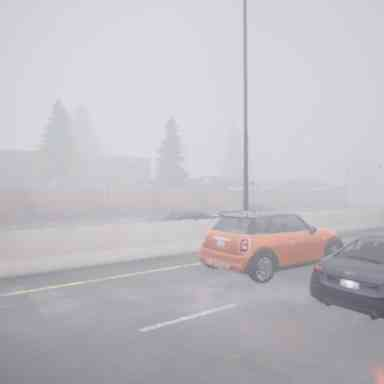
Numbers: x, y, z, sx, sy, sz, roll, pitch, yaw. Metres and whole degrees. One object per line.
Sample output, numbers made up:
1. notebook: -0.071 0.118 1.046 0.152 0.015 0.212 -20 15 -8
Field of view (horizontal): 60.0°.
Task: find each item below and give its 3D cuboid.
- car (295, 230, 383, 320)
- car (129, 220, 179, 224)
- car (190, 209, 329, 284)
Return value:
1. car: 4.349 1.555 6.911 4.181 1.385 1.994 0 0 -36
2. car: -0.695 1.574 16.447 5.357 1.411 2.033 0 0 -36
3. car: 2.481 1.355 9.882 4.553 1.767 2.097 0 0 -36
